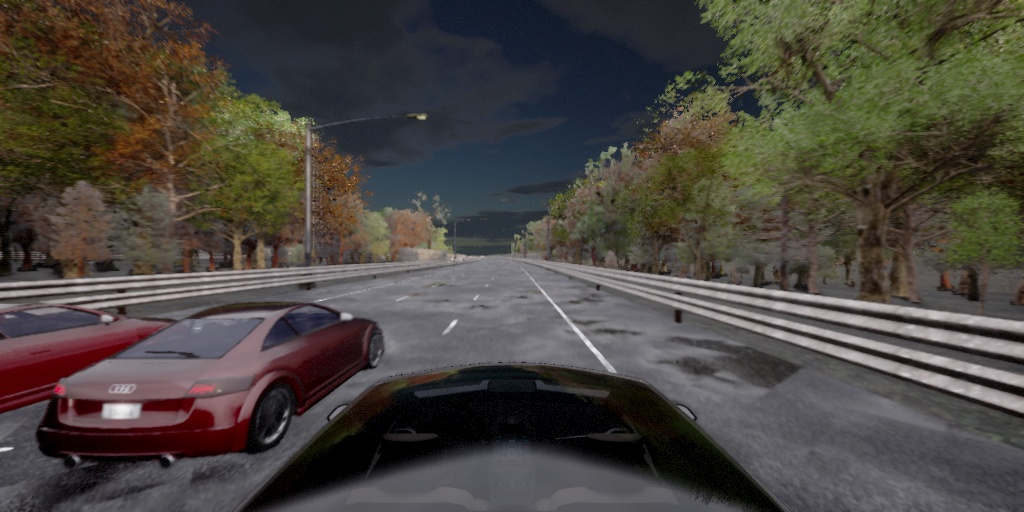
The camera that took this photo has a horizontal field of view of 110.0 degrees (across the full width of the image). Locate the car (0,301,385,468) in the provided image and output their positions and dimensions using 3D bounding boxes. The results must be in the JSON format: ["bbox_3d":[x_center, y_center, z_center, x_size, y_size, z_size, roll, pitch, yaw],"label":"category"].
[{"bbox_3d":[-3.399,1.321,5.129,1.994,1.385,4.181,0,0,0],"label":"car"}]

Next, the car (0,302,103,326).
[{"bbox_3d":[-6.899,1.321,4.983,1.994,1.385,4.181,0,0,0],"label":"car"}]
